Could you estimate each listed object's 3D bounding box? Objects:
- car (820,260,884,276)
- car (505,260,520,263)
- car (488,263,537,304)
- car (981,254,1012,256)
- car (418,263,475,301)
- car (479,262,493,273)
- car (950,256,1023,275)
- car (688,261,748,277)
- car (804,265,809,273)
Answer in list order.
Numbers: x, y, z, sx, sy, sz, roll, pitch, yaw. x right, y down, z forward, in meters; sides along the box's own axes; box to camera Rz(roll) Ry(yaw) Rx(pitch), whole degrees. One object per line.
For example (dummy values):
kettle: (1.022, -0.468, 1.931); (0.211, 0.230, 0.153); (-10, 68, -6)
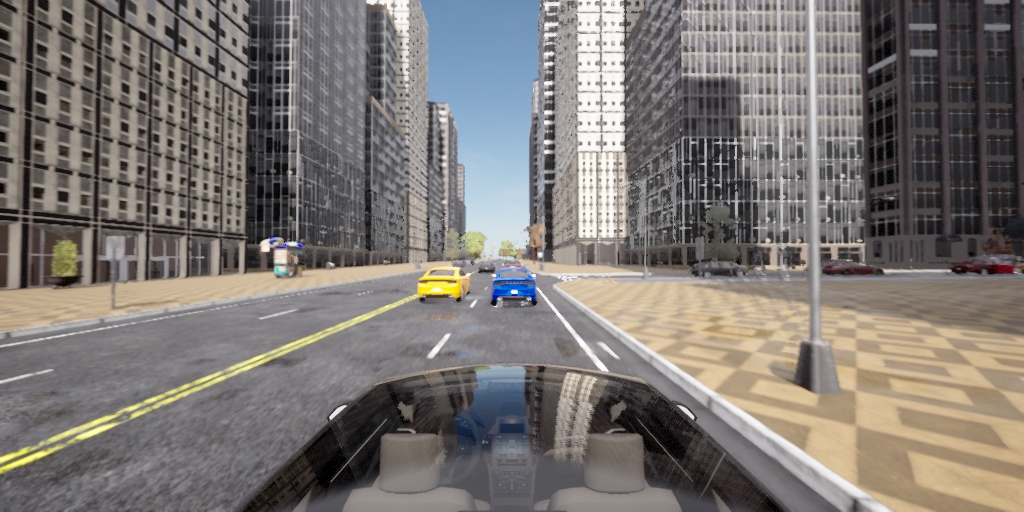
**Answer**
car: (27.790, 1.034, 29.292); (4.207, 1.307, 1.802); (0, 0, -1)
car: (0.067, 1.171, 35.227); (2.097, 1.767, 4.553); (0, -1, 0)
car: (0.091, 1.268, 16.573); (1.882, 1.535, 5.008); (0, 0, 0)
car: (42.870, 0.853, 32.163); (4.902, 1.511, 2.128); (-1, -1, 0)
car: (-3.161, 1.271, 17.542); (1.882, 1.535, 5.008); (0, 0, 0)
car: (-3.173, 1.434, 46.205); (1.994, 1.385, 4.181); (0, 0, 0)
car: (38.907, 0.894, 29.442); (4.507, 1.381, 1.888); (0, 0, -1)
car: (16.672, 1.106, 29.141); (4.403, 1.370, 2.007); (0, 0, -1)
car: (31.574, 1.089, 35.127); (4.181, 1.385, 1.994); (0, -1, -1)
